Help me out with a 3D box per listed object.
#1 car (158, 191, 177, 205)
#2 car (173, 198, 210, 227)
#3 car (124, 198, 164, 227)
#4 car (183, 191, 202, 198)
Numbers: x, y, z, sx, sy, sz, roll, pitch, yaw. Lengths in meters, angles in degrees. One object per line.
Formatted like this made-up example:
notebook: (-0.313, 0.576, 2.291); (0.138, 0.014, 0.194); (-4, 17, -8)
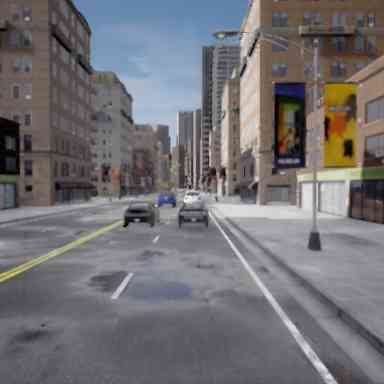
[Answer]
car: (-3.144, 0.901, 43.195); (2.150, 2.045, 5.566); (0, 0, 0)
car: (0.101, 1.345, 21.345); (2.128, 1.511, 4.902); (0, 0, 0)
car: (-3.149, 1.358, 21.502); (1.837, 1.490, 4.892); (0, 0, 0)
car: (0.106, 0.907, 42.476); (2.150, 2.045, 5.566); (0, 0, 0)
